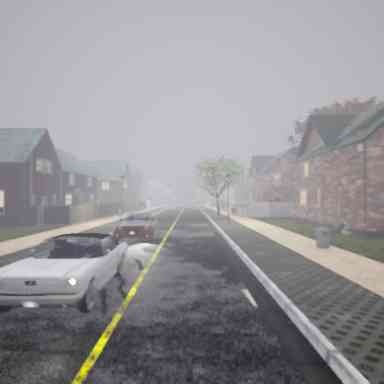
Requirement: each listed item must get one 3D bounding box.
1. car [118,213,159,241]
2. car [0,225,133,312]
[{"bbox_3d":[-2.925,1.840,18.191,1.994,1.385,4.181,0,-1,-1],"label":"car"},{"bbox_3d":[-2.882,1.724,8.113,1.895,1.301,4.718,0,-1,0],"label":"car"}]
